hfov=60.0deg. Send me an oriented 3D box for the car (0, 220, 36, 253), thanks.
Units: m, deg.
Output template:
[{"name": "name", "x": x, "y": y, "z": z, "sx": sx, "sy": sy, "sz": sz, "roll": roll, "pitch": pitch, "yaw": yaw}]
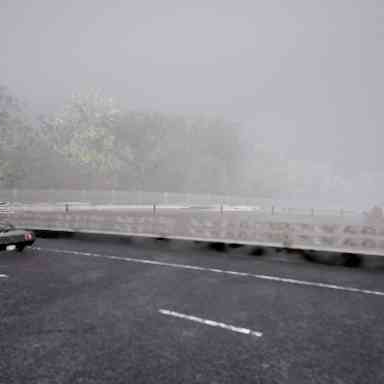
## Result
[{"name": "car", "x": -8.482, "y": 1.751, "z": 13.089, "sx": 4.718, "sy": 1.301, "sz": 1.895, "roll": -1, "pitch": 0, "yaw": 28}]
